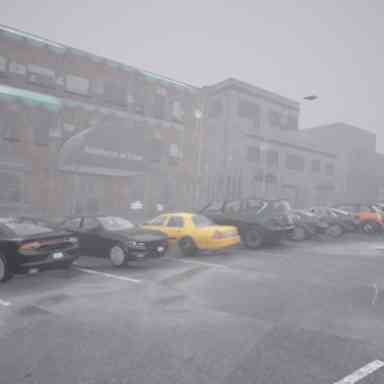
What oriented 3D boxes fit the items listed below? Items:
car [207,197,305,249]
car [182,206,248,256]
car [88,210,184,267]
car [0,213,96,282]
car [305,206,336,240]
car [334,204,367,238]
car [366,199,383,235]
[{"bbox_3d":[1.758,1.265,14.863,5.566,2.045,2.435,-1,-1,35],"label":"car"},{"bbox_3d":[-0.758,1.493,13.255,5.366,1.575,1.946,-1,-1,35],"label":"car"},{"bbox_3d":[-3.003,1.482,11.454,5.008,1.535,2.097,-1,-1,35],"label":"car"},{"bbox_3d":[-5.384,1.472,9.744,5.008,1.535,2.097,-1,-1,35],"label":"car"},{"bbox_3d":[4.181,1.541,16.536,4.892,1.521,2.231,-1,-1,35],"label":"car"},{"bbox_3d":[6.581,1.575,18.231,4.892,1.521,2.231,-1,-1,35],"label":"car"},{"bbox_3d":[8.996,1.484,19.907,4.553,1.767,2.185,-1,-1,35],"label":"car"}]
